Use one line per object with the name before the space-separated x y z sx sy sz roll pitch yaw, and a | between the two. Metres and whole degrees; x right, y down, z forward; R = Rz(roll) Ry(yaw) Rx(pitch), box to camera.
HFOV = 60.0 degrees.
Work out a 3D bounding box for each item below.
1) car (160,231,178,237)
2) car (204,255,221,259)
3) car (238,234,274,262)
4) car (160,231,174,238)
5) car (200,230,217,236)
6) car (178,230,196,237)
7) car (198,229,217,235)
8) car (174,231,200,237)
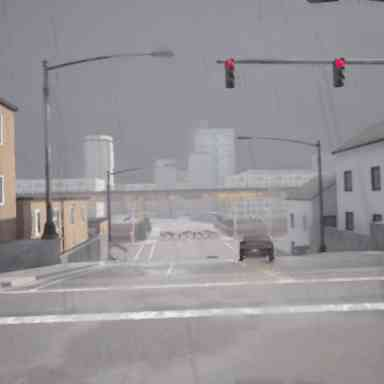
car | -5.904 10.774 85.501 4.536 1.218 1.853 -2 -1 41
car | 2.997 10.120 47.667 2.150 2.045 5.566 -3 -1 -1
car | 3.828 3.296 19.745 1.882 1.535 5.008 -3 -9 12
car | -5.860 10.930 85.465 4.974 1.542 2.038 -2 -1 41
car | 4.073 10.639 86.646 4.974 1.542 2.038 -2 -1 26
car | -1.222 10.632 85.687 4.536 1.218 1.853 -1 -1 -39
car | 4.021 10.484 86.671 4.536 1.218 1.853 -2 -1 26
car | -1.258 10.790 85.652 4.974 1.542 2.038 -1 -1 -39
